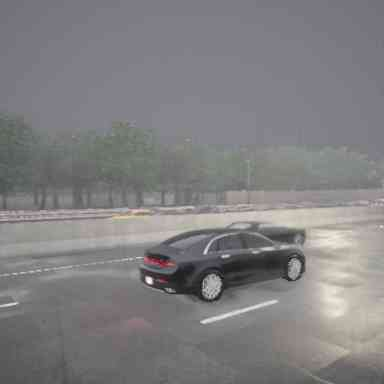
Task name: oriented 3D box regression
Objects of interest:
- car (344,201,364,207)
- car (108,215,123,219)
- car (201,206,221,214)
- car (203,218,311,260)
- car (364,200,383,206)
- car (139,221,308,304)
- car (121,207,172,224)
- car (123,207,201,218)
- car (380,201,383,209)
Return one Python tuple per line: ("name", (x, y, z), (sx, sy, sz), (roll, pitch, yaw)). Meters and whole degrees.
("car", (28.819, 2.411, 59.044), (4.674, 1.442, 1.812), (0, -2, -35))
("car", (-4.461, 2.179, 26.650), (5.008, 1.535, 1.882), (0, -2, -36))
("car", (0.864, 2.307, 34.817), (4.892, 1.490, 1.837), (0, -2, -36))
("car", (2.920, 1.900, 14.469), (4.718, 1.301, 1.895), (0, -2, -36))
("car", (28.820, 2.050, 50.506), (4.553, 1.767, 2.097), (0, -2, -35))
("car", (1.019, 1.703, 8.768), (4.892, 1.490, 1.837), (0, -2, -36))
("car", (-4.728, 2.378, 35.094), (5.008, 1.535, 1.882), (0, -2, -36))
("car", (-2.090, 2.080, 24.048), (5.008, 1.535, 1.882), (0, -2, -36))
("car", (35.922, 2.316, 59.783), (4.181, 1.385, 1.994), (0, -1, -35))
